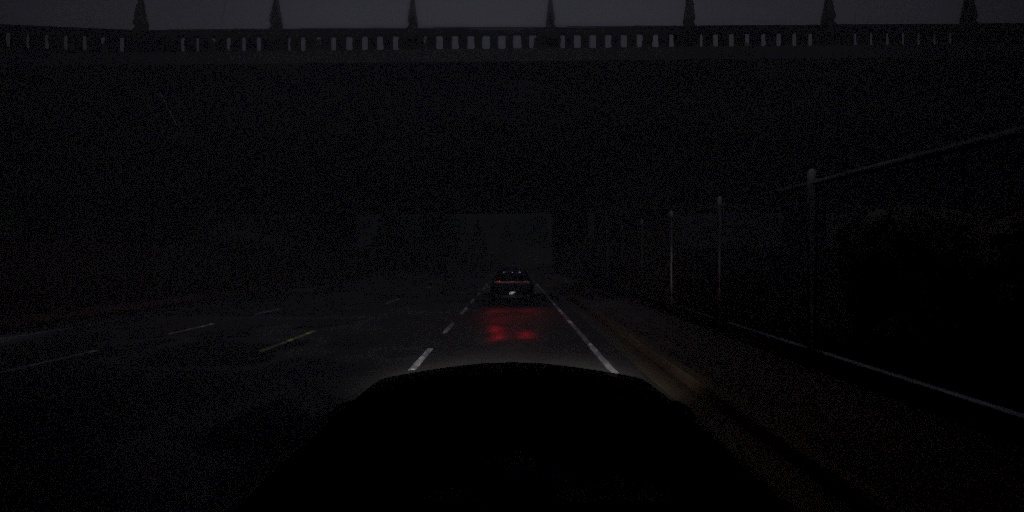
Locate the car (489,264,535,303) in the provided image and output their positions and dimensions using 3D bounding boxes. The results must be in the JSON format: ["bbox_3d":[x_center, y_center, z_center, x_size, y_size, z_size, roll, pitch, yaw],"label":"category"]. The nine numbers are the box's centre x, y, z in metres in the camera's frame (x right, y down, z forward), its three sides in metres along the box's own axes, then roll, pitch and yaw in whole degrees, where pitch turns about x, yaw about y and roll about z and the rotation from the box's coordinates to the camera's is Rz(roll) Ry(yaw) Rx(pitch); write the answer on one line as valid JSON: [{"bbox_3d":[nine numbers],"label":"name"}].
[{"bbox_3d":[0.000,1.242,16.467,2.128,1.511,4.902,0,0,0],"label":"car"}]
